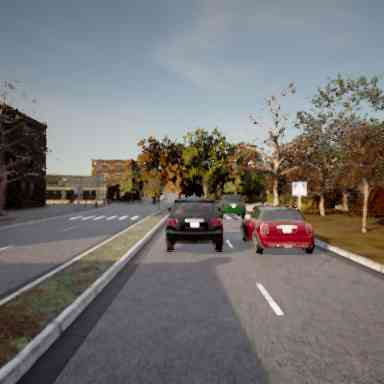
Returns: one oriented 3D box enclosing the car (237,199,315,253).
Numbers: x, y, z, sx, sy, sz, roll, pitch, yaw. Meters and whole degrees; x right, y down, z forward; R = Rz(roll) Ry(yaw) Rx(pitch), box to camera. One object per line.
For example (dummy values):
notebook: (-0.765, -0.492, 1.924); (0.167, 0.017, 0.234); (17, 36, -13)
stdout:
car: (3.339, 1.358, 13.775); (2.097, 1.767, 4.553); (0, 0, 0)

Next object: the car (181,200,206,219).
car: (0.237, 1.503, 30.505); (2.128, 1.511, 4.902); (0, 0, 2)

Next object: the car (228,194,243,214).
car: (3.433, 1.231, 29.427); (2.150, 2.045, 5.566); (0, 0, 2)

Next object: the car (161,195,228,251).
car: (0.094, 1.228, 14.238); (2.150, 2.045, 5.566); (0, 0, 0)
